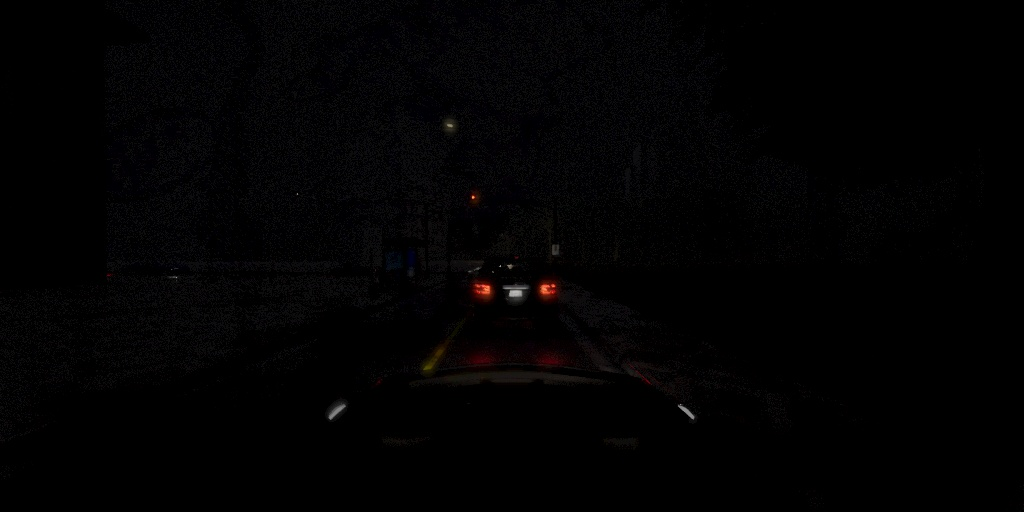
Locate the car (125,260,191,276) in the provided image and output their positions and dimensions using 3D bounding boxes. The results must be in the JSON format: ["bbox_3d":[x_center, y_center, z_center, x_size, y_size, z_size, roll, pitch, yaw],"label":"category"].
[{"bbox_3d":[-32.707,1.126,33.219,5.008,1.535,1.882,0,1,2],"label":"car"}]

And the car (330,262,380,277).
[{"bbox_3d":[-14.070,1.227,32.728,4.674,1.442,1.812,0,1,2],"label":"car"}]

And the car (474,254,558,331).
[{"bbox_3d":[0.103,0.968,11.066,2.150,2.045,5.566,0,0,0],"label":"car"}]

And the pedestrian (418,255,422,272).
[{"bbox_3d":[-10.058,0.800,38.859,0.375,1.860,0.375,0,0,1],"label":"pedestrian"}]

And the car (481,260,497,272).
[{"bbox_3d":[-3.086,1.249,47.966,2.033,1.411,5.357,0,0,-3],"label":"car"}]

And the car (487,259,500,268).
[{"bbox_3d":[-3.045,1.209,59.220,1.812,1.442,4.674,0,0,0],"label":"car"}]
